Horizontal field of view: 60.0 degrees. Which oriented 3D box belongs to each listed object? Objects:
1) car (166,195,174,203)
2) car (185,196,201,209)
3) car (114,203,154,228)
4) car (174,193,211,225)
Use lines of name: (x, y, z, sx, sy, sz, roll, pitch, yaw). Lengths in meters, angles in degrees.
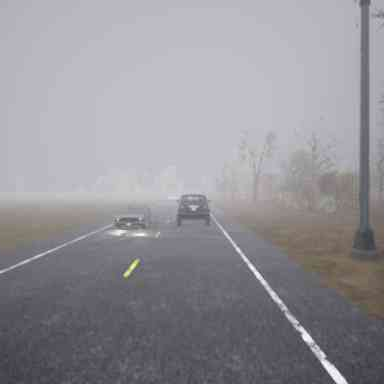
car: (-3.514, 1.198, 60.665, 1.812, 1.442, 4.674, 0, 0, 1)
car: (0.107, 1.264, 42.198, 1.882, 1.535, 5.008, 0, 0, 0)
car: (-3.595, 1.446, 21.563, 2.033, 1.411, 5.357, 0, 0, 0)
car: (0.104, 1.112, 22.995, 2.150, 2.045, 5.566, 0, 0, 0)
